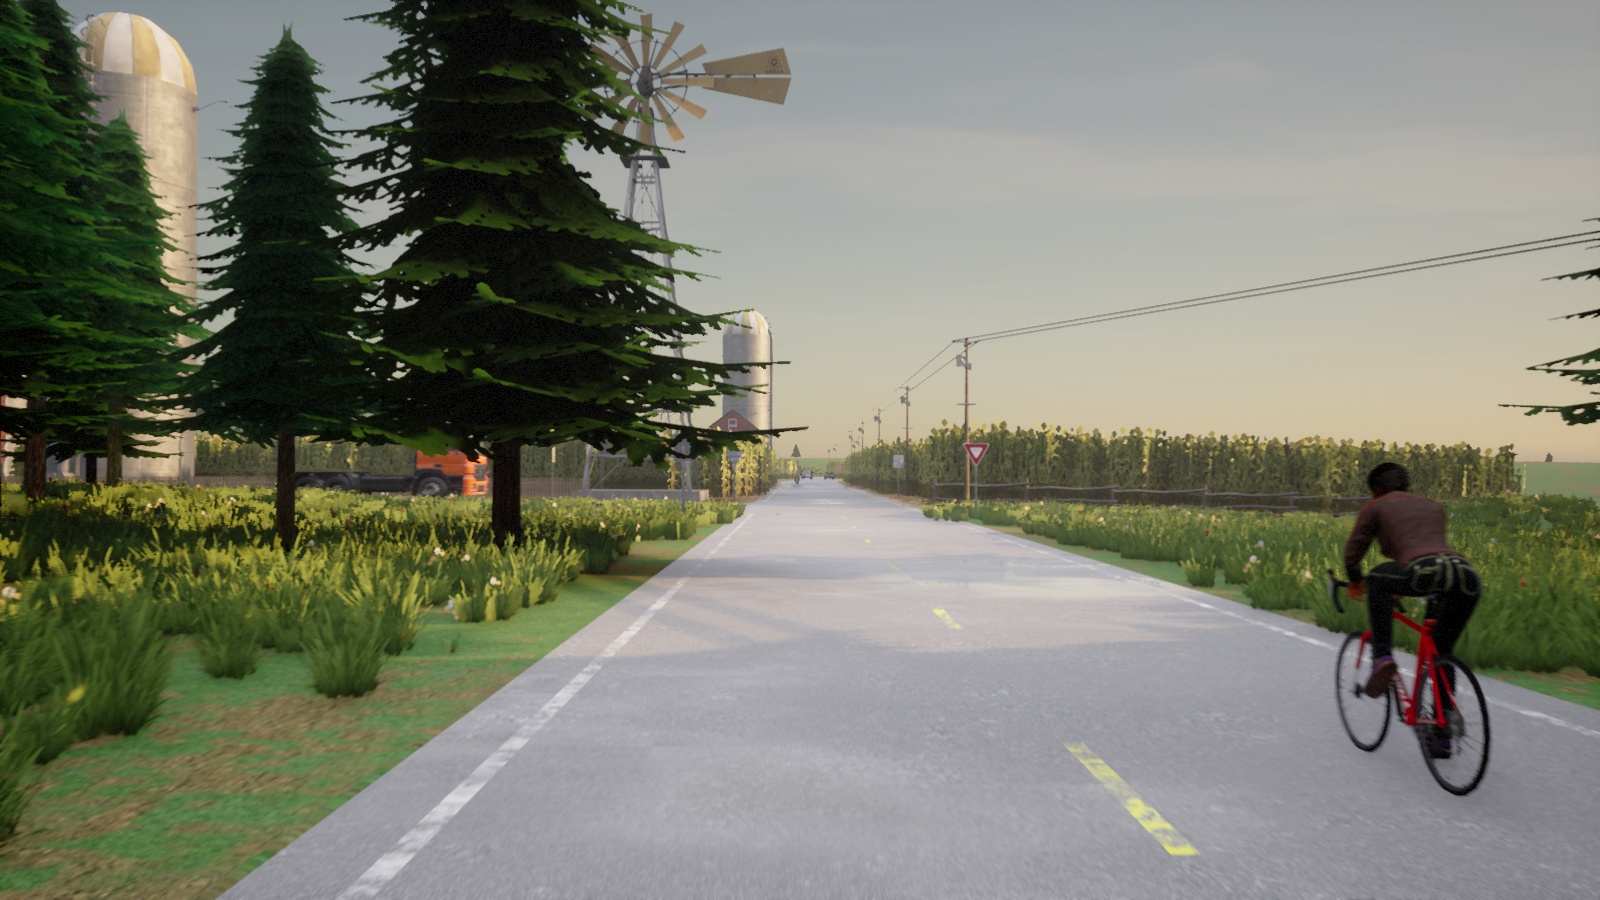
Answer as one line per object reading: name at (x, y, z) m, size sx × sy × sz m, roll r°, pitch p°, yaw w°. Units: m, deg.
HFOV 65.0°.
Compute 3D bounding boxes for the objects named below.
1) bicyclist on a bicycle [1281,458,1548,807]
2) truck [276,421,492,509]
bicyclist on a bicycle at (3.185, 0.867, 6.691) m, size 0.582 × 1.620 × 1.656 m, roll 0°, pitch -1°, yaw 0°
truck at (-17.023, 0.627, 51.719) m, size 7.936 × 3.462 × 2.891 m, roll 0°, pitch -1°, yaw 0°
